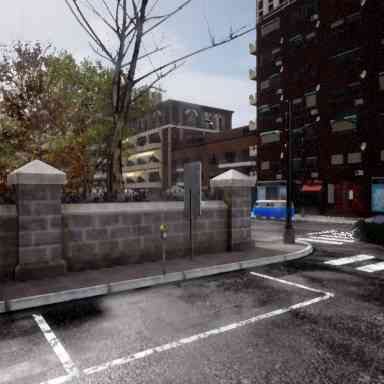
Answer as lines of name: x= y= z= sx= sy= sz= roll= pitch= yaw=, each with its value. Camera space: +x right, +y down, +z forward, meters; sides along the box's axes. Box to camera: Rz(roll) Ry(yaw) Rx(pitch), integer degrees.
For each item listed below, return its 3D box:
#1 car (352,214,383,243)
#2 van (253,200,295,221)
car: x=9.037 y=1.667 z=14.677 sx=1.994 sy=1.385 sz=4.181 roll=0 pitch=-1 yaw=-9
van: x=7.313 y=1.642 z=30.193 sx=1.690 sy=1.788 sz=3.998 roll=-1 pitch=0 yaw=-36
